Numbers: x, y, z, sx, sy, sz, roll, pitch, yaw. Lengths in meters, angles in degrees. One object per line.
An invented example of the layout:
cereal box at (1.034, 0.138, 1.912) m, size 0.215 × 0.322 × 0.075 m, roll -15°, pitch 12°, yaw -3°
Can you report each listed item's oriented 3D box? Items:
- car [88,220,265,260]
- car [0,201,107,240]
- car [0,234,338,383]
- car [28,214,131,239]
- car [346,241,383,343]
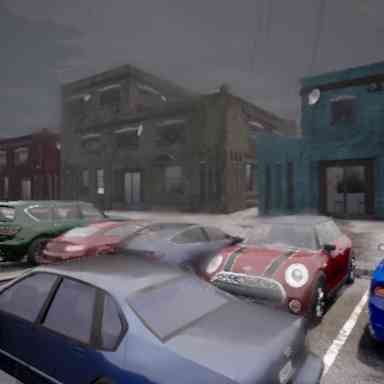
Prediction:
car at (-0.083, 1.558, 9.048) m, size 2.163 × 1.488 × 4.792 m, roll -1°, pitch 0°, yaw 35°
car at (-4.576, 1.331, 12.251) m, size 2.435 × 2.045 × 5.566 m, roll -1°, pitch 0°, yaw 35°
car at (-1.248, 1.579, 4.266) m, size 5.357 × 1.411 × 2.033 m, roll -1°, pitch 0°, yaw 36°
car at (-2.347, 1.595, 10.623) m, size 2.002 × 1.452 × 4.674 m, roll -1°, pitch 0°, yaw 35°
car at (4.387, 1.477, 5.819) m, size 2.097 × 1.535 × 5.008 m, roll -1°, pitch 0°, yaw 35°
